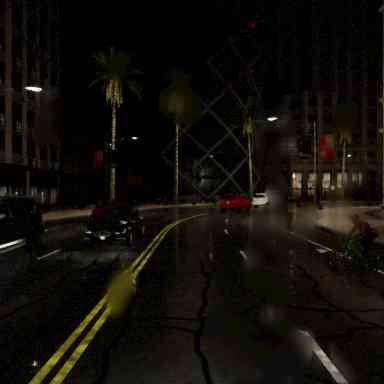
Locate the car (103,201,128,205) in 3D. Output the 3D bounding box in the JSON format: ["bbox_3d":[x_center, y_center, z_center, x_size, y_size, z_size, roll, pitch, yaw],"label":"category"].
[{"bbox_3d":[-5.994,1.478,25.632,1.882,1.535,5.008,0,0,9],"label":"car"}]

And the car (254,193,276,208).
[{"bbox_3d":[10.486,1.221,45.966,2.150,2.045,5.566,0,0,42],"label":"car"}]

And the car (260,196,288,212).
[{"bbox_3d":[9.763,1.526,38.645,1.812,1.442,4.674,0,0,30],"label":"car"}]

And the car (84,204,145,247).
[{"bbox_3d":[-3.353,1.504,15.159,1.837,1.490,4.892,0,0,2],"label":"car"}]

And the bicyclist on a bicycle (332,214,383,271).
[{"bbox_3d":[4.805,1.449,9.478,1.656,1.620,0.582,-1,0,1],"label":"bicyclist on a bicycle"}]

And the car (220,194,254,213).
[{"bbox_3d":[4.866,1.222,36.983,2.150,2.045,5.566,0,0,25],"label":"car"}]

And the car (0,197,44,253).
[{"bbox_3d":[-6.968,1.218,11.014,2.150,2.045,5.566,0,1,0],"label":"car"}]

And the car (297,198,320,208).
[{"bbox_3d":[16.555,1.564,46.944,4.181,1.385,1.994,0,0,-43],"label":"car"}]
